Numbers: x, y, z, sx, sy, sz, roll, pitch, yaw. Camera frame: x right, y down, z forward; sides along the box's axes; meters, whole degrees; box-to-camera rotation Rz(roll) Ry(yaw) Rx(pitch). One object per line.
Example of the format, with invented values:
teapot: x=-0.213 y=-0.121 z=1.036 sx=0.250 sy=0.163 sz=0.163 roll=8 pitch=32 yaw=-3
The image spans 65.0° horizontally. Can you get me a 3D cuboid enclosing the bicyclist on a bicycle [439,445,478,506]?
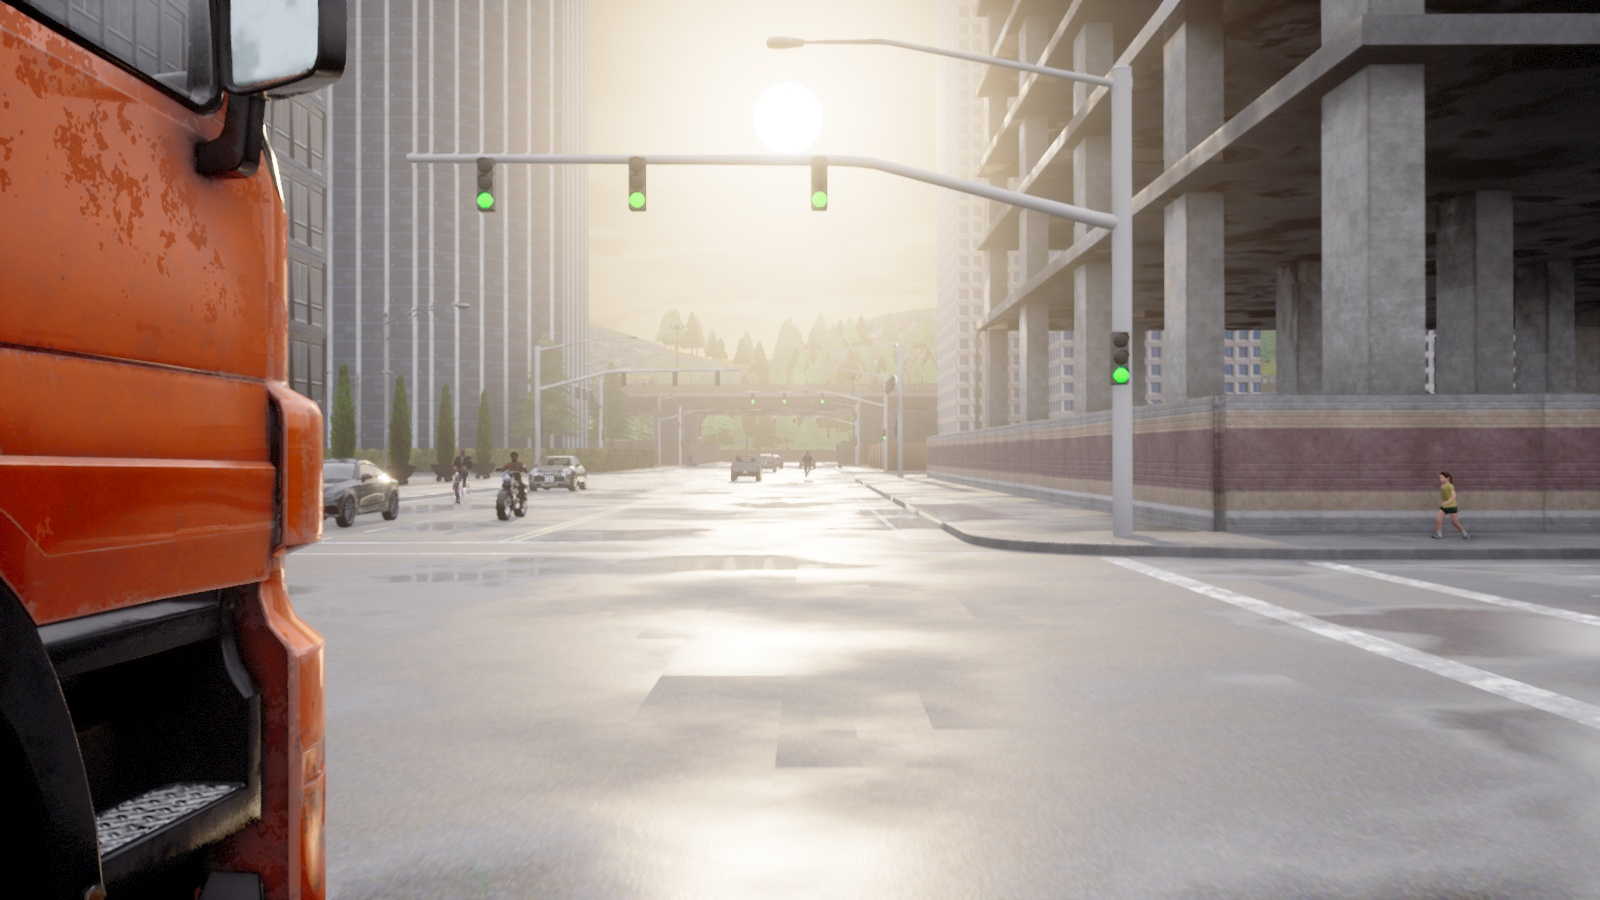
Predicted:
bicyclist on a bicycle: x=-10.265 y=0.757 z=37.845 sx=0.659 sy=1.776 sz=1.843 roll=0 pitch=0 yaw=0

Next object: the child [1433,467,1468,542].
child: x=9.812 y=0.814 z=18.935 sx=0.394 sy=1.110 sz=0.255 roll=0 pitch=0 yaw=-14

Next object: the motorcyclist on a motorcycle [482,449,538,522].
motorcyclist on a motorcycle: x=-6.813 y=0.812 z=29.636 sx=0.766 sy=1.649 sz=2.350 roll=0 pitch=0 yaw=0

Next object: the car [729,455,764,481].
car: x=-3.065 y=1.013 z=72.133 sx=1.845 sy=1.501 sz=3.633 roll=0 pitch=0 yaw=0

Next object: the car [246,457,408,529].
car: x=-10.324 y=0.881 z=27.798 sx=1.812 sy=1.442 sz=4.674 roll=0 pitch=0 yaw=0

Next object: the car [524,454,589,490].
car: x=-10.179 y=0.900 z=52.690 sx=1.970 sy=1.475 sz=3.806 roll=0 pitch=0 yaw=0
